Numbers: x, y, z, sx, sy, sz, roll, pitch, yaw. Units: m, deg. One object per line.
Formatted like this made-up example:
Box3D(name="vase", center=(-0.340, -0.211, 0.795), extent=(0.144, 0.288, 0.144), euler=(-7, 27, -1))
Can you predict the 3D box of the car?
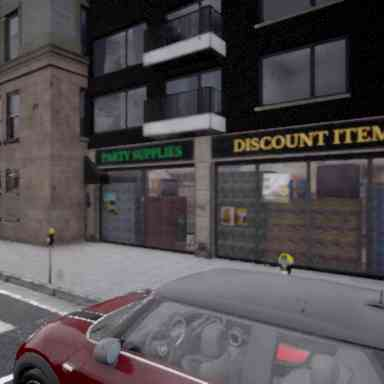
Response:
Box3D(name="car", center=(0.183, 1.441, 2.947), extent=(4.097, 1.590, 1.967), euler=(0, 0, 35))
